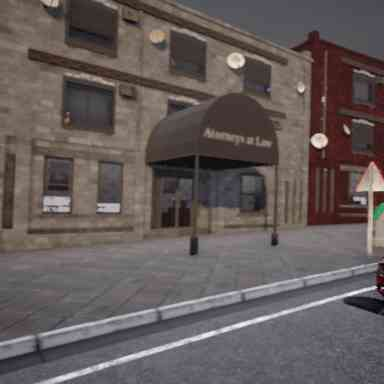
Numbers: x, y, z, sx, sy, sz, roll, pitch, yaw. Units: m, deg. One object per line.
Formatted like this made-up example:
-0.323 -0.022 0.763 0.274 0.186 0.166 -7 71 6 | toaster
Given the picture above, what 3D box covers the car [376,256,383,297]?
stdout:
6.084 1.532 7.324 5.008 1.535 1.882 0 0 -32 | car
